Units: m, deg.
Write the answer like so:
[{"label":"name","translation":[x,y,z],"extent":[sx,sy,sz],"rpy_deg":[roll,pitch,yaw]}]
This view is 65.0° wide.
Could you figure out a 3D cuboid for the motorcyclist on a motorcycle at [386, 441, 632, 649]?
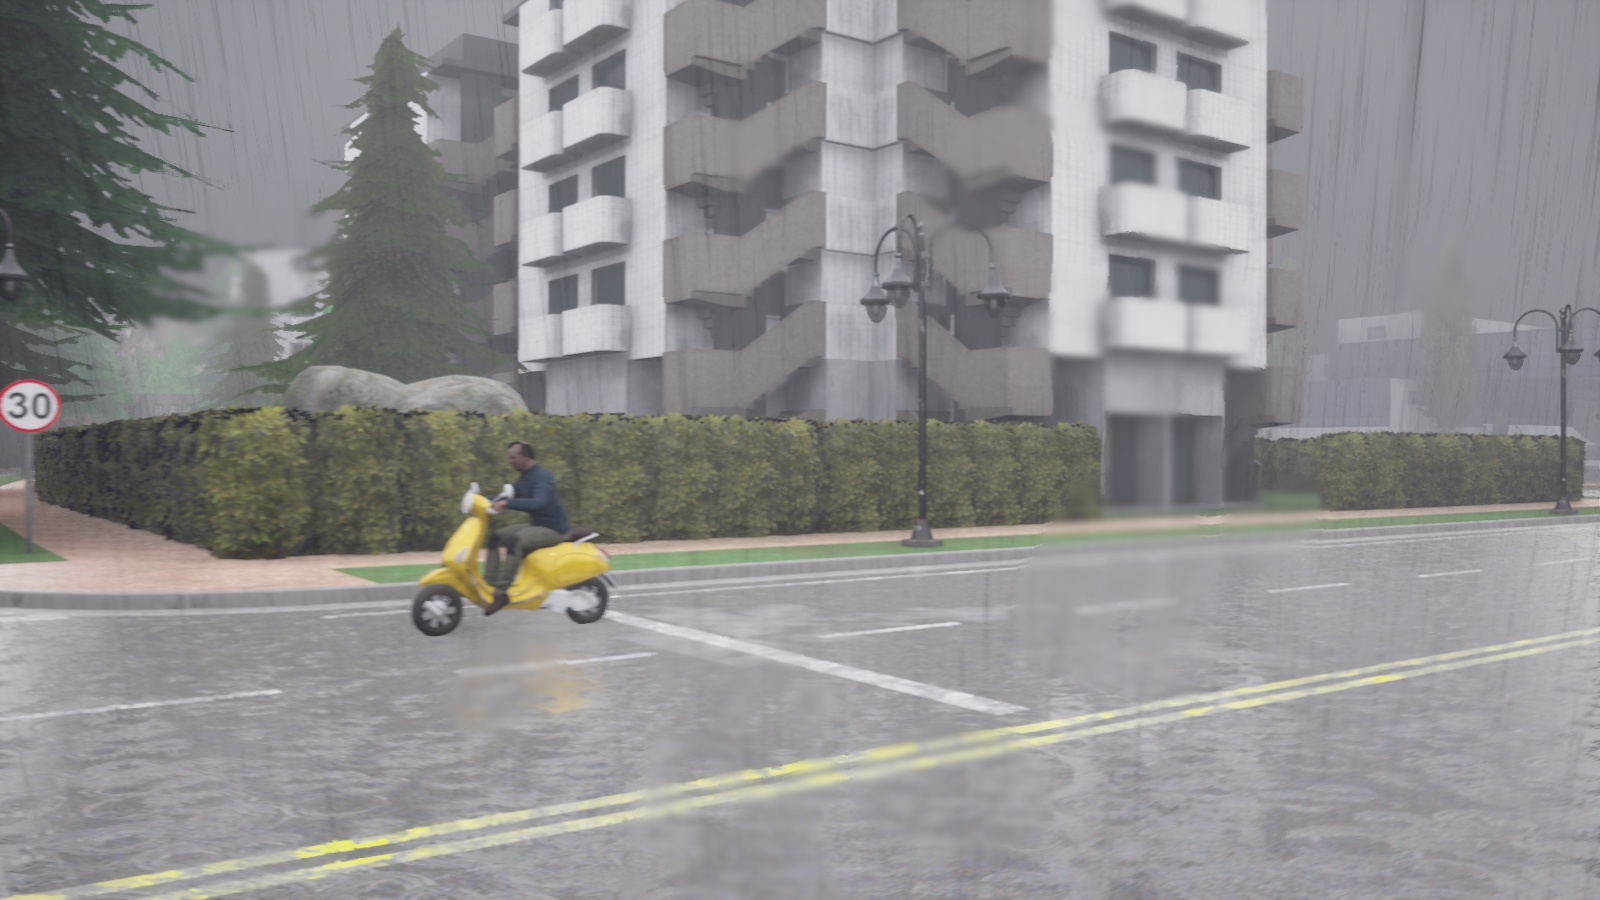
[{"label":"motorcyclist on a motorcycle","translation":[-2.418,0.728,10.505],"extent":[1.817,1.590,0.866],"rpy_deg":[0,0,-35]}]
